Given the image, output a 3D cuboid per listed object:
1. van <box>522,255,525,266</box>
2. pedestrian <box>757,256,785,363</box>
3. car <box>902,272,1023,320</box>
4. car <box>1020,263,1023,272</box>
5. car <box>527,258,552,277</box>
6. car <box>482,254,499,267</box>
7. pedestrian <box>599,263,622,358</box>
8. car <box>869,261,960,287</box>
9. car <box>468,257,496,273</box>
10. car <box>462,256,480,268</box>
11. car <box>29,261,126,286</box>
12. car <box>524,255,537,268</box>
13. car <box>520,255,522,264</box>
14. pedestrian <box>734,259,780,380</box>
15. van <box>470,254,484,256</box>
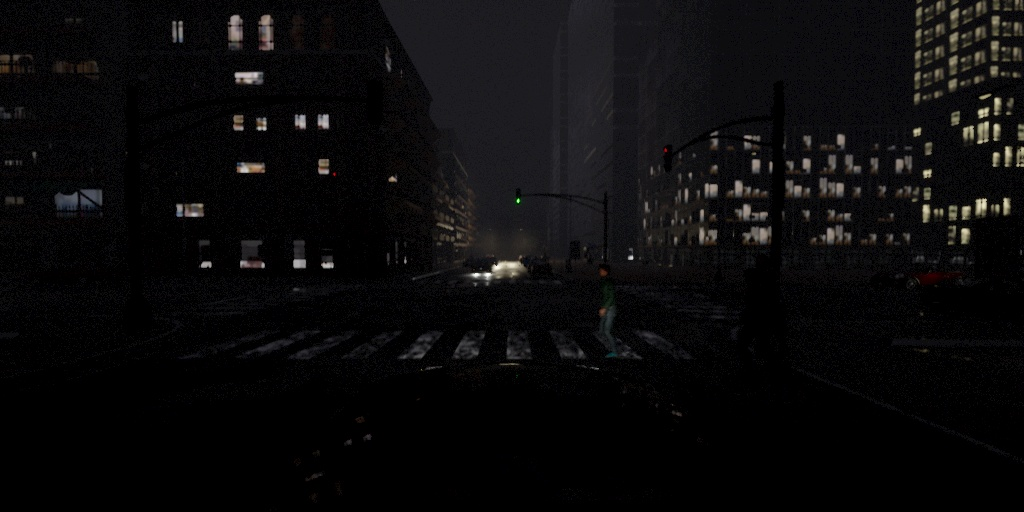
[{"bbox_3d":[2.622,0.751,49.464,1.690,1.789,3.998,0,0,0],"label":"van"},{"bbox_3d":[4.457,0.858,6.339,0.375,1.860,0.375,-1,1,0],"label":"pedestrian"},{"bbox_3d":[16.707,1.380,12.231,4.403,1.370,2.007,0,0,1],"label":"car"},{"bbox_3d":[27.842,0.975,17.983,5.566,2.045,2.150,0,1,1],"label":"car"},{"bbox_3d":[2.634,1.082,32.526,1.888,1.381,4.507,0,0,0],"label":"car"},{"bbox_3d":[-3.113,0.873,55.073,1.837,1.490,4.892,0,0,0],"label":"car"},{"bbox_3d":[1.839,1.011,6.865,0.375,1.860,0.375,-1,1,0],"label":"pedestrian"},{"bbox_3d":[23.359,1.113,20.783,4.097,1.591,1.967,0,0,1],"label":"car"},{"bbox_3d":[-3.119,1.060,37.936,1.994,1.385,4.181,0,0,0],"label":"car"},{"bbox_3d":[-5.726,0.976,49.424,1.948,1.339,4.313,0,0,0],"label":"car"},{"bbox_3d":[-25.871,0.989,21.395,4.507,1.381,1.888,0,0,1],"label":"car"},{"bbox_3d":[2.630,0.934,38.172,1.967,1.591,4.097,0,0,0],"label":"car"},{"bbox_3d":[2.617,0.911,55.110,1.888,1.381,4.507,0,0,0],"label":"car"},{"bbox_3d":[3.833,1.019,5.621,0.375,1.860,0.375,-1,1,0],"label":"pedestrian"},{"bbox_3d":[-5.731,0.707,55.070,1.690,1.789,3.998,0,0,0],"label":"van"}]
